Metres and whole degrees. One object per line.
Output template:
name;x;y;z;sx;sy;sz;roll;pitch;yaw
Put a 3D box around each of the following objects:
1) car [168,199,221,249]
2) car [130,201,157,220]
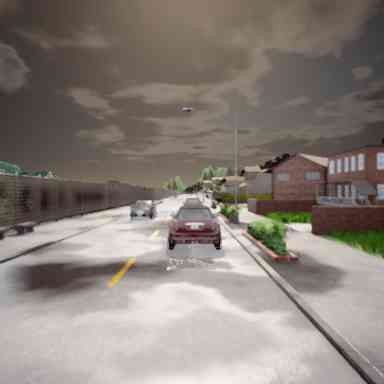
car;0.106;1.358;14.806;2.097;1.767;4.553;0;0;0
car;-4.080;1.502;28.542;2.128;1.511;4.902;0;0;0
